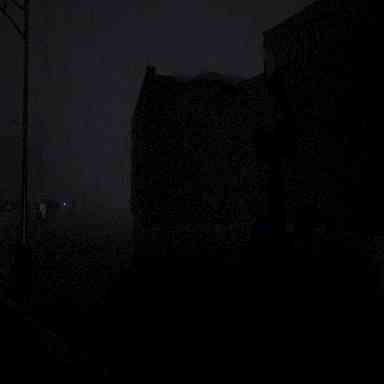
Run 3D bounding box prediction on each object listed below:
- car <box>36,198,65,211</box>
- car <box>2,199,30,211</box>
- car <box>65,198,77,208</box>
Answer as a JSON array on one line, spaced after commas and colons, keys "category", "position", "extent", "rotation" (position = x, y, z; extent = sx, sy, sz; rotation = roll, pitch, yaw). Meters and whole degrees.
[{"category": "car", "position": [-18.558, 1.632, 42.980], "extent": [2.128, 1.511, 4.902], "rotation": [1, 0, -6]}, {"category": "car", "position": [-21.966, 1.574, 41.656], "extent": [2.128, 1.511, 4.902], "rotation": [1, 0, -7]}, {"category": "car", "position": [-19.901, 1.722, 53.484], "extent": [1.812, 1.442, 4.674], "rotation": [1, 0, -7]}]
